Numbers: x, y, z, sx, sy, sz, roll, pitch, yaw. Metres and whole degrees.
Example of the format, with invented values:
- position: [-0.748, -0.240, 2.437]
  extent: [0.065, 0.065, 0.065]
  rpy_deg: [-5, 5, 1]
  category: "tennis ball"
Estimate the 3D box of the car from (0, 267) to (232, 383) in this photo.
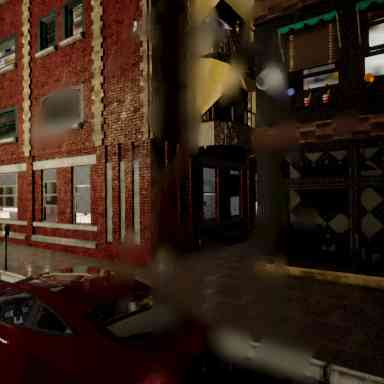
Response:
- position: [-1.551, 1.583, 3.959]
  extent: [4.206, 1.307, 1.802]
  rpy_deg: [0, -1, 36]
  category: "car"
